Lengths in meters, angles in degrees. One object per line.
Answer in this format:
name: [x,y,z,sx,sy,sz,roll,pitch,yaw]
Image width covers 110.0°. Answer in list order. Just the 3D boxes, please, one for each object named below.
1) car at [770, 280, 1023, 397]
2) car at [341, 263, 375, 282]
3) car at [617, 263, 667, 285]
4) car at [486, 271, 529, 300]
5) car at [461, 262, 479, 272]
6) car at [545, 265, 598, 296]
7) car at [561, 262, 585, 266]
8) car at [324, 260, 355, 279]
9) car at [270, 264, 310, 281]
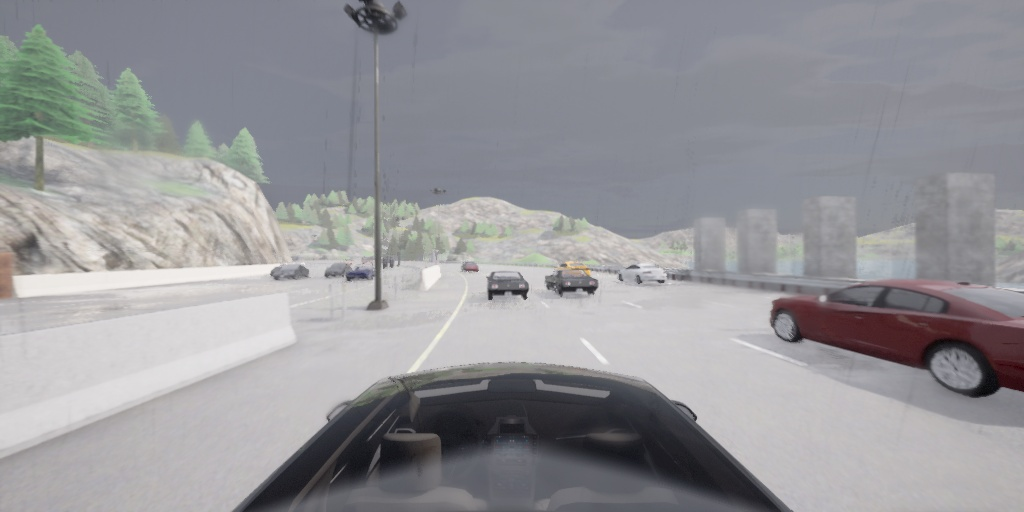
car: [7.102,1.172,6.474,1.882,1.535,5.008,0,0,-2]
car: [-13.063,1.523,31.495,1.895,1.301,4.718,-1,0,-10]
car: [9.272,1.234,25.742,1.812,1.442,4.674,0,0,-7]
car: [-0.359,1.384,18.143,1.895,1.301,4.718,0,0,-5]
car: [-5.837,1.452,49.071,1.994,1.385,4.181,0,0,-15]
car: [3.031,1.355,19.427,1.895,1.301,4.718,0,0,-5]
car: [5.093,1.233,30.834,1.882,1.535,5.008,0,0,-9]
car: [-17.549,1.479,36.525,1.837,1.490,4.892,0,-1,-11]
car: [-20.571,1.520,33.722,1.812,1.442,4.674,0,0,-11]
